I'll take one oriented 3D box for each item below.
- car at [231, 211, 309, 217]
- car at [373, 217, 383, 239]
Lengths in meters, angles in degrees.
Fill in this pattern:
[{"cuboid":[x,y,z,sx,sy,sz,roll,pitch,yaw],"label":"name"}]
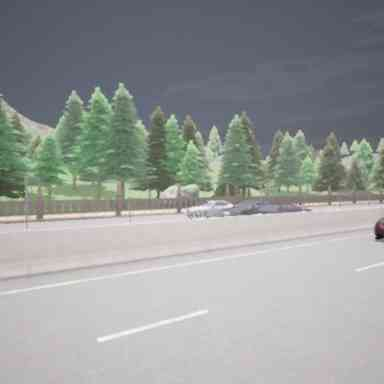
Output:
[{"cuboid":[5.241,1.426,20.542,5.357,1.411,2.033,-1,0,-35],"label":"car"},{"cuboid":[10.153,1.438,15.194,4.181,1.385,1.994,0,0,-35],"label":"car"}]
